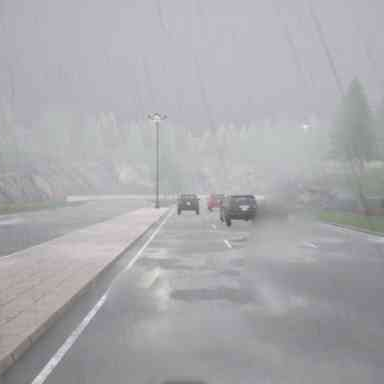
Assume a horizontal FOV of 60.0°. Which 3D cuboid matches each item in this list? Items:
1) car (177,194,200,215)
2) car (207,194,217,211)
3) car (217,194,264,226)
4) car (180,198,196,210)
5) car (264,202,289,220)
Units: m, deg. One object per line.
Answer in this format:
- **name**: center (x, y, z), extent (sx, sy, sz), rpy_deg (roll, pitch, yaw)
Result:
- **car**: center (-0.367, 1.221, 34.337), extent (2.150, 2.045, 5.566), rpy_deg (0, 0, 0)
- **car**: center (3.057, 1.221, 40.857), extent (2.150, 2.045, 5.566), rpy_deg (0, 0, -1)
- **car**: center (3.275, 1.216, 23.653), extent (2.150, 2.045, 5.566), rpy_deg (0, -1, -1)
- **car**: center (-0.485, 1.547, 44.514), extent (2.033, 1.411, 5.357), rpy_deg (0, 0, 0)
- **car**: center (6.716, 1.563, 28.201), extent (1.994, 1.385, 4.181), rpy_deg (0, 0, -1)
